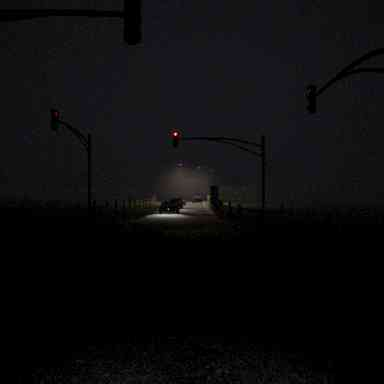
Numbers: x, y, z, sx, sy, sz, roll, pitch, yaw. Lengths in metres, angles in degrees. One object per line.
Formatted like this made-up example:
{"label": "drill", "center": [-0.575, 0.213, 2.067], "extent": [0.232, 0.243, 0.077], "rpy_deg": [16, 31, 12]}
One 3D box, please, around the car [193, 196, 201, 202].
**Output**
{"label": "car", "center": [1.121, 1.633, 75.907], "extent": [1.895, 1.301, 4.718], "rpy_deg": [0, 0, 1]}

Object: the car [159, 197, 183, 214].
{"label": "car", "center": [-2.371, 1.578, 35.952], "extent": [1.994, 1.385, 4.181], "rpy_deg": [0, 0, 1]}

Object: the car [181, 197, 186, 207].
{"label": "car", "center": [-2.215, 1.545, 45.967], "extent": [1.812, 1.442, 4.674], "rpy_deg": [0, 0, 1]}

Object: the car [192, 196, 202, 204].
{"label": "car", "center": [1.056, 1.509, 65.874], "extent": [1.882, 1.535, 5.008], "rpy_deg": [0, 0, 1]}

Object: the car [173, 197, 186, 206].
{"label": "car", "center": [-2.041, 1.551, 56.119], "extent": [1.812, 1.442, 4.674], "rpy_deg": [0, 0, 1]}
